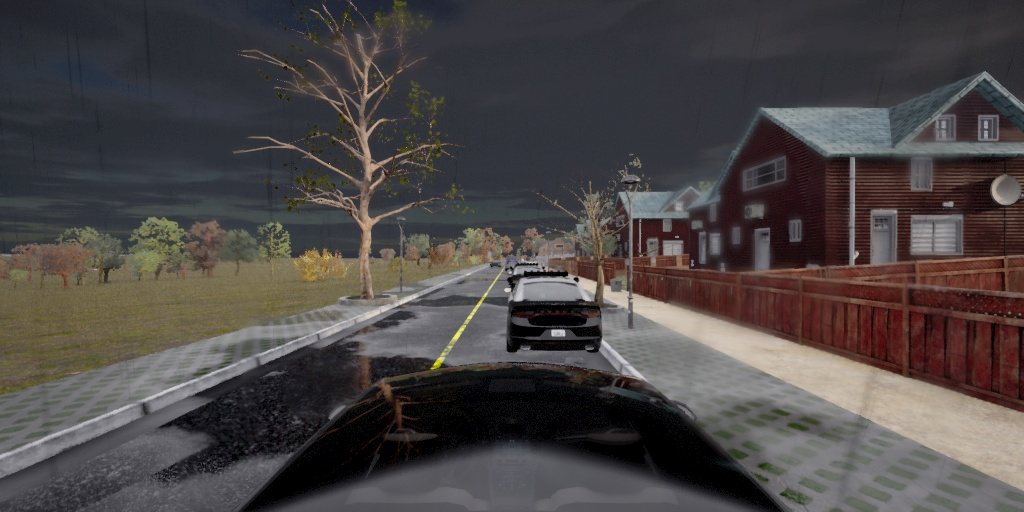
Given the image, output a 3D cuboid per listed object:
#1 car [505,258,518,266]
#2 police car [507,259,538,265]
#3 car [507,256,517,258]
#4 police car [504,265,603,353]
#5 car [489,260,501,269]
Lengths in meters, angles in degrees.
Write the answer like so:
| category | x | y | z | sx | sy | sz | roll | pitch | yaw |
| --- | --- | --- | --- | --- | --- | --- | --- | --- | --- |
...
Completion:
| category | x | y | z | sx | sy | sz | roll | pitch | yaw |
| --- | --- | --- | --- | --- | --- | --- | --- | --- | --- |
| car | 0.079 | 1.332 | 47.273 | 1.994 | 1.385 | 4.181 | 0 | 0 | 0 |
| police car | 0.839 | 1.178 | 19.000 | 1.930 | 1.638 | 5.238 | 0 | 0 | 0 |
| car | 0.054 | 1.005 | 62.037 | 2.150 | 2.045 | 5.566 | 0 | 0 | 0 |
| police car | 0.831 | 1.176 | 9.000 | 1.930 | 1.638 | 5.238 | 0 | 0 | 0 |
| car | -2.699 | 1.327 | 59.182 | 2.033 | 1.411 | 5.357 | 0 | 0 | 0 |
